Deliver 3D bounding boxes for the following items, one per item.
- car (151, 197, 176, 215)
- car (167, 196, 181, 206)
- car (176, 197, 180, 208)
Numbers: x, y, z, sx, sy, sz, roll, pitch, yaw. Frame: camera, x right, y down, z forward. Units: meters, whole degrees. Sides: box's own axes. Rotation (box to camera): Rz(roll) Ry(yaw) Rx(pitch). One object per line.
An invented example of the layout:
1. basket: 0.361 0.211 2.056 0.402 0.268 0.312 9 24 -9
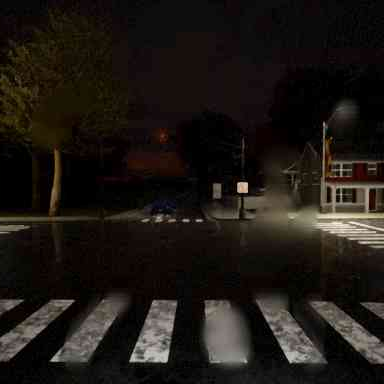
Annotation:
1. car: -2.973 1.447 33.816 1.882 1.535 5.008 0 0 0
2. car: -2.889 1.484 54.747 2.033 1.411 5.357 0 0 0
3. car: -2.933 1.460 44.119 1.837 1.490 4.892 0 0 0
